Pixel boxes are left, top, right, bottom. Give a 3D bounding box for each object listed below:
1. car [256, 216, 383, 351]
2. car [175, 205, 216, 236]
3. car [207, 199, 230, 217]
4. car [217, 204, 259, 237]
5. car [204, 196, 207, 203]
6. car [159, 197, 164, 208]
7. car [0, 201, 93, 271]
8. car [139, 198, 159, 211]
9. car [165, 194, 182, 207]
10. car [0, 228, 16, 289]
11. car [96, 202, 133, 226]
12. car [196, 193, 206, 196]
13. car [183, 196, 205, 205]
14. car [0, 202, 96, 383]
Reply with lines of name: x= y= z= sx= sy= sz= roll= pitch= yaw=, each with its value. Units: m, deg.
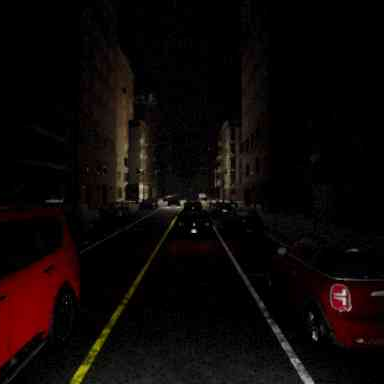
car: x=2.636 y=1.438 z=6.212 sx=1.967 sy=1.590 sz=4.097 roll=0 pitch=0 yaw=0
car: x=0.094 y=1.593 z=18.241 sx=1.895 sy=1.301 sz=4.718 roll=0 pitch=0 yaw=0
car: x=2.632 y=1.554 z=28.937 sx=1.947 sy=1.339 sz=4.313 roll=0 pitch=0 yaw=0
car: x=2.634 y=1.543 z=17.574 sx=2.008 sy=1.369 sz=4.403 roll=0 pitch=0 yaw=0
car: x=2.629 y=1.507 z=40.469 sx=1.752 sy=1.417 sz=4.829 roll=0 pitch=0 yaw=0
car: x=-5.397 y=1.529 z=45.978 sx=2.008 sy=1.369 sz=4.403 roll=0 pitch=0 yaw=0
car: x=-5.390 y=1.310 z=11.887 sx=2.192 sy=1.841 sz=5.009 roll=0 pitch=0 yaw=0
car: x=-5.396 y=1.564 z=40.296 sx=1.802 sy=1.307 sz=4.206 roll=0 pitch=0 yaw=0
car: x=-2.766 y=1.500 z=51.317 sx=1.812 sy=1.442 sz=4.674 roll=0 pitch=0 yaw=0
car: x=-5.389 y=1.563 z=6.205 sx=1.947 sy=1.339 sz=4.313 roll=0 pitch=0 yaw=0
car: x=-5.392 y=1.430 z=23.251 sx=1.967 sy=1.590 sz=4.097 roll=0 pitch=0 yaw=0
car: x=2.624 y=1.507 z=78.262 sx=2.008 sy=1.369 sz=4.403 roll=0 pitch=0 yaw=0
car: x=0.092 y=1.462 z=35.901 sx=1.882 sy=1.535 sz=5.008 roll=0 pitch=0 yaw=0
car: x=-2.850 y=1.220 z=3.212 sx=2.150 sy=2.045 sz=5.566 roll=0 pitch=0 yaw=0
